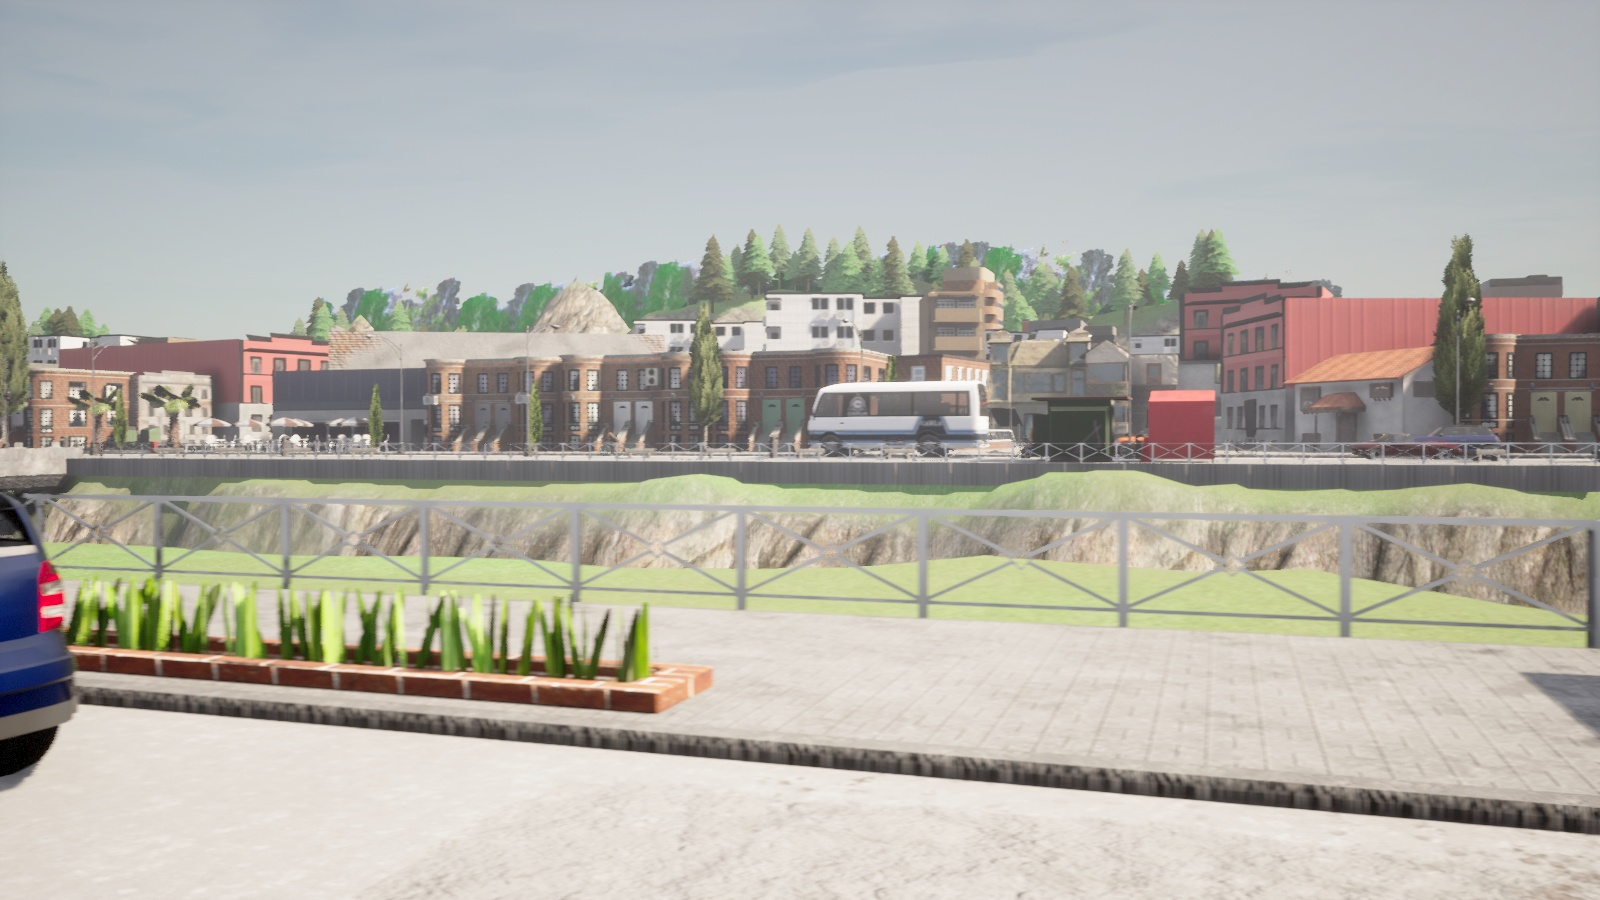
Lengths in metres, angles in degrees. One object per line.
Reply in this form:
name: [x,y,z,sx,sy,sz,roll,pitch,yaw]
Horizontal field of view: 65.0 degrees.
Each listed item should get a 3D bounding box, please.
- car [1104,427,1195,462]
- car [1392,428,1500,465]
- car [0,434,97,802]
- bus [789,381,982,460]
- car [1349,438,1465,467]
car: [18.598,-0.314,66.768,4.553,1.767,2.097,1,1,19]
car: [31.921,-0.191,62.216,4.553,1.767,2.097,1,1,21]
car: [-5.261,0.697,5.490,3.705,1.549,1.789,1,1,19]
bus: [4.890,-1.675,71.374,10.273,4.253,3.944,1,1,19]
car: [28.543,0.086,59.221,4.718,1.301,1.895,1,1,19]
